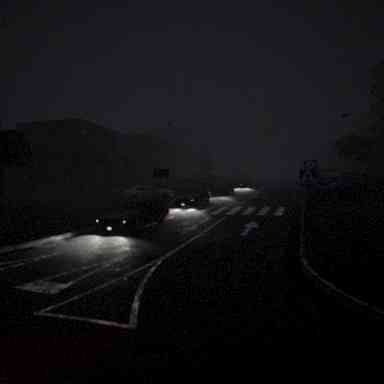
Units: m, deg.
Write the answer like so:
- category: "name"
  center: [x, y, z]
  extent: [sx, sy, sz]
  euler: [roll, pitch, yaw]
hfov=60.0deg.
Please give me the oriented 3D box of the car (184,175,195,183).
- category: "car"
  center: [-2.263, -0.566, 36.249]
  extent: [4.553, 1.767, 2.185]
  euler: [-2, 4, -3]

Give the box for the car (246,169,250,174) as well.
- category: "car"
  center: [10.148, -3.899, 75.336]
  extent: [4.553, 1.767, 2.185]
  euler: [-2, 4, -2]

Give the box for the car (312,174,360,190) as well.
- category: "car"
  center: [16.553, -1.190, 38.368]
  extent: [4.553, 1.767, 2.185]
  euler: [-1, 4, -1]

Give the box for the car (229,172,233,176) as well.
- category: "car"
  center: [3.900, -2.091, 55.852]
  extent: [4.792, 1.488, 2.163]
  euler: [-2, 4, -2]

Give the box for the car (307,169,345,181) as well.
- category: "car"
  center: [23.349, -3.040, 58.233]
  extent: [5.566, 2.045, 2.435]
  euler: [-1, 4, -2]

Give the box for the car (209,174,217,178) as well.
- category: "car"
  center: [0.337, -1.162, 44.683]
  extent: [5.008, 1.535, 2.097]
  euler: [-2, 4, -2]

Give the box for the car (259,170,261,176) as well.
- category: "car"
  center: [15.579, -5.011, 92.041]
  extent: [4.892, 1.521, 2.231]
  euler: [-2, 4, -2]

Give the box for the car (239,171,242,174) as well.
- category: "car"
  center: [6.543, -2.836, 64.207]
  extent: [4.892, 1.521, 2.231]
  euler: [-2, 4, -2]

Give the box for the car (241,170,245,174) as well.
- category: "car"
  center: [7.435, -3.077, 66.996]
  extent: [5.008, 1.535, 2.097]
  euler: [-2, 4, -2]

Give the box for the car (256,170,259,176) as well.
- category: "car"
  center: [13.708, -4.872, 86.458]
  extent: [5.566, 2.045, 2.435]
  euler: [-2, 4, -2]

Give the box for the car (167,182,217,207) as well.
- category: "car"
  center: [0.141, 0.308, 26.806]
  extent: [2.033, 1.411, 5.357]
  euler: [0, 5, 18]

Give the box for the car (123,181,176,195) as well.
- category: "car"
  center: [-4.037, 0.081, 30.649]
  extent: [4.674, 1.452, 2.002]
  euler: [-2, 4, -3]

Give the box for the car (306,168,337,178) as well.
- category: "car"
  center: [27.013, -4.004, 69.600]
  extent: [5.566, 2.045, 2.435]
  euler: [-1, 4, -2]

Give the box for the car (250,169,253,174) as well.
- category: "car"
  center: [11.032, -3.996, 78.132]
  extent: [5.008, 1.535, 2.097]
  euler: [-2, 4, -2]

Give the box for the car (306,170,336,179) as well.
- category: "car"
  center: [25.885, -3.518, 66.769]
  extent: [5.366, 1.575, 1.946]
  euler: [-1, 5, -2]

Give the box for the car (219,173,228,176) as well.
- category: "car"
  center: [2.289, -1.652, 50.277]
  extent: [5.366, 1.575, 1.946]
  euler: [-2, 4, -2]

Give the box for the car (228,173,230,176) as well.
- category: "car"
  center: [2.978, -1.880, 53.063]
  extent: [5.008, 1.535, 2.097]
  euler: [-2, 4, -2]

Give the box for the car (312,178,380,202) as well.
- category: "car"
  center: [12.632, -0.083, 27.091]
  extent: [5.008, 1.535, 2.097]
  euler: [-1, 4, -1]

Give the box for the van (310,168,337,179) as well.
- category: "van"
  center: [25.268, -3.505, 63.923]
  extent: [4.442, 1.987, 1.878]
  euler: [-1, 4, -2]

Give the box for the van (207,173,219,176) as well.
- category: "van"
  center: [1.097, -1.621, 47.456]
  extent: [4.442, 1.987, 1.878]
  euler: [-2, 4, -2]

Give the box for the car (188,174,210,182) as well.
- category: "car"
  center: [-0.509, -1.047, 41.862]
  extent: [4.553, 1.767, 2.185]
  euler: [-2, 4, -2]

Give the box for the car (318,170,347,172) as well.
- category: "car"
  center: [14.578, -0.823, 32.705]
  extent: [5.566, 2.045, 2.435]
  euler: [-1, 5, -1]

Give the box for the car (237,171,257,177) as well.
- category: "car"
  center: [14.663, -4.821, 89.256]
  extent: [4.892, 1.521, 2.231]
  euler: [-2, 4, -2]

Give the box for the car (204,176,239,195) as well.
- category: "car"
  center: [3.311, -0.578, 36.256]
  extent: [1.882, 1.535, 5.008]
  euler: [0, 5, 20]

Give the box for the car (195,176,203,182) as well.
- category: "car"
  center: [-1.441, -0.650, 39.066]
  extent: [4.792, 1.488, 2.163]
  euler: [-2, 4, -2]

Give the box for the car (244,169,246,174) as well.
- category: "car"
  center: [8.351, -3.439, 69.770]
  extent: [4.553, 1.767, 2.185]
  euler: [-2, 4, -2]

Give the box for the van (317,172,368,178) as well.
- category: "van"
  center: [13.737, -0.555, 29.895]
  extent: [4.442, 1.987, 1.878]
  euler: [-1, 4, -1]

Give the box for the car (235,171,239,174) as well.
- category: "car"
  center: [5.650, -2.597, 61.424]
  extent: [4.892, 1.521, 2.231]
  euler: [-2, 4, -2]

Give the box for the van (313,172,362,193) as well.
- category: "van"
  center: [15.478, -1.042, 35.528]
  extent: [4.442, 1.987, 1.878]
  euler: [-1, 5, -1]

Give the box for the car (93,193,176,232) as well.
- category: "car"
  center: [-2.857, 1.067, 17.234]
  extent: [2.033, 1.411, 5.357]
  euler: [0, 3, 18]

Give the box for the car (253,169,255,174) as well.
- category: "car"
  center: [11.924, -4.210, 80.916]
  extent: [5.008, 1.535, 2.097]
  euler: [-2, 4, -2]

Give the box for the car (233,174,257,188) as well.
- category: "car"
  center: [7.102, -1.308, 45.504]
  extent: [1.994, 1.385, 4.181]
  euler: [0, 5, 21]

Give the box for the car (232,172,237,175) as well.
- category: "car"
  center: [4.749, -2.359, 58.641]
  extent: [5.008, 1.535, 2.097]
  euler: [-2, 4, -2]

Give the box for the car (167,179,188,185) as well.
- category: "car"
  center: [-3.134, -0.172, 33.460]
  extent: [4.792, 1.488, 2.163]
  euler: [-2, 4, -3]
